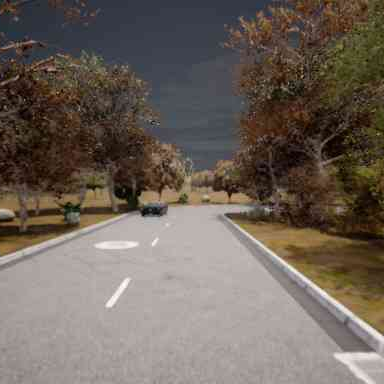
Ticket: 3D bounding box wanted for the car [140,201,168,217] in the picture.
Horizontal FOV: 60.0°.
[{"bbox_3d":[-3.375,1.509,29.934,1.895,1.301,4.718,0,0,3],"label":"car"}]
